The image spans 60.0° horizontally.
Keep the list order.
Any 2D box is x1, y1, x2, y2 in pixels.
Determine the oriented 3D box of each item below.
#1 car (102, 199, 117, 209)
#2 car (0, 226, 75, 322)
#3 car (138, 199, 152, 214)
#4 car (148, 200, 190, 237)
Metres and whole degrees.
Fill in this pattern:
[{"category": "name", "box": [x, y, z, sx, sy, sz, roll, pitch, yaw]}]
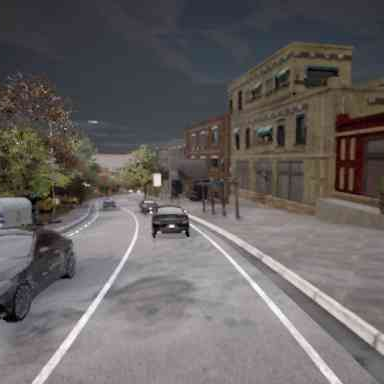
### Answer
[{"category": "car", "box": [-12.007, 1.697, 48.445, 2.033, 1.411, 5.357, -2, 0, -16]}, {"category": "car", "box": [-3.950, 1.544, 7.320, 1.812, 1.442, 4.674, 0, 0, -3]}, {"category": "car", "box": [-4.756, 1.519, 35.951, 1.812, 1.442, 4.674, -2, 0, -14]}, {"category": "car", "box": [-1.274, 1.458, 18.083, 1.882, 1.535, 5.008, -1, 0, -7]}]
